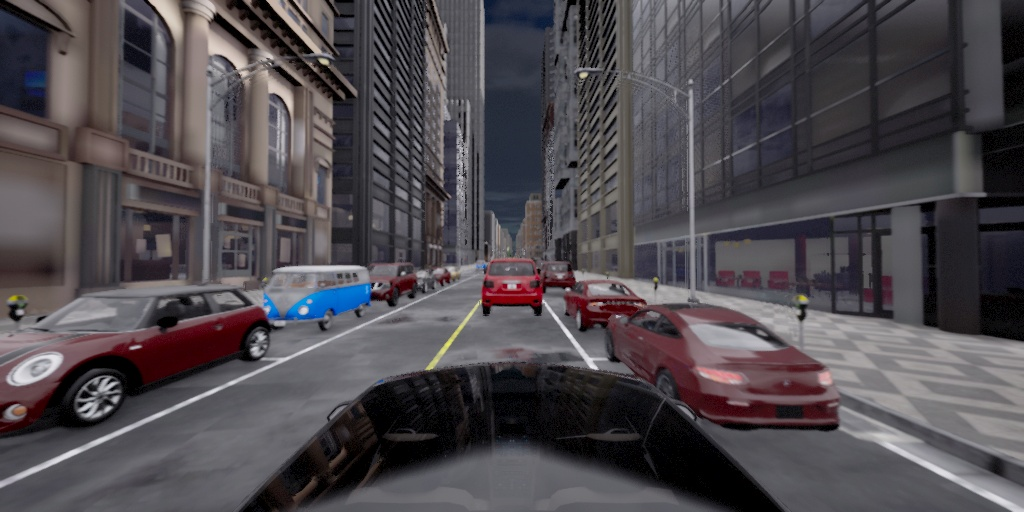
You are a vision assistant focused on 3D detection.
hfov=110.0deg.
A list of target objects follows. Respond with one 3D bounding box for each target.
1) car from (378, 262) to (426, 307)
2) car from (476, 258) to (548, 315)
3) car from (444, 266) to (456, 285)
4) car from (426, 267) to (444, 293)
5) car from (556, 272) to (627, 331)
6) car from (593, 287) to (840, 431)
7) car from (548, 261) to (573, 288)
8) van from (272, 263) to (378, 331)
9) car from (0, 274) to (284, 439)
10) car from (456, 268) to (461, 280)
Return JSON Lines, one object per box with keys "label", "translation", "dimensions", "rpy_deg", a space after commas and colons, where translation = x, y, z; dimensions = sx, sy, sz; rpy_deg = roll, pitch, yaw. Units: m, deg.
{"label": "car", "translation": [-5.857, 1.224, 16.772], "dimensions": [2.192, 1.841, 5.009], "rpy_deg": [0, 0, 0]}
{"label": "car", "translation": [0.009, 1.109, 14.441], "dimensions": [2.150, 2.045, 5.566], "rpy_deg": [0, 0, 0]}
{"label": "car", "translation": [-5.857, 1.570, 28.021], "dimensions": [1.888, 1.381, 4.507], "rpy_deg": [0, 0, 0]}
{"label": "car", "translation": [-5.857, 1.518, 22.397], "dimensions": [2.007, 1.370, 4.403], "rpy_deg": [0, 0, 0]}
{"label": "car", "translation": [2.669, 1.394, 11.144], "dimensions": [1.888, 1.381, 4.507], "rpy_deg": [0, 0, 0]}
{"label": "car", "translation": [2.669, 1.372, 5.520], "dimensions": [1.802, 1.307, 4.207], "rpy_deg": [0, 0, 0]}
{"label": "car", "translation": [2.669, 1.281, 22.393], "dimensions": [2.192, 1.841, 5.009], "rpy_deg": [0, 0, 0]}
{"label": "van", "translation": [-5.857, 1.191, 11.148], "dimensions": [1.690, 1.789, 3.998], "rpy_deg": [0, 0, 0]}
{"label": "car", "translation": [-5.857, 1.231, 5.523], "dimensions": [1.967, 1.591, 4.097], "rpy_deg": [0, 0, 0]}
{"label": "car", "translation": [-5.857, 1.608, 33.476], "dimensions": [1.751, 1.417, 4.829], "rpy_deg": [0, 0, 0]}
